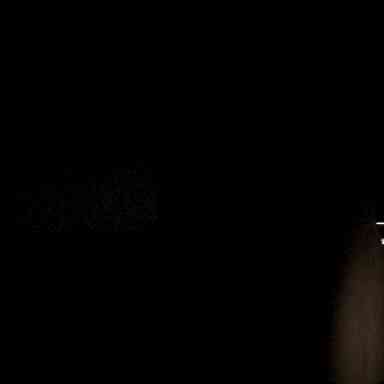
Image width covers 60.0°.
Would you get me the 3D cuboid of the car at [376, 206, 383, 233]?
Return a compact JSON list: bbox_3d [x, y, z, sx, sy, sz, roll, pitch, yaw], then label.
[{"bbox_3d":[10.998,1.466,17.968,4.892,1.490,1.837,0,0,-26],"label":"car"}]
